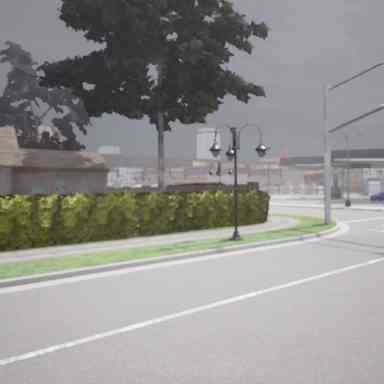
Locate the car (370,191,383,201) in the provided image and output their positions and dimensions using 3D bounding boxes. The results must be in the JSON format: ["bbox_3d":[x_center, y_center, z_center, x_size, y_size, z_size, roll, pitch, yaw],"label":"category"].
[{"bbox_3d":[28.500,0.568,48.475,2.242,1.667,4.611,-1,1,-35],"label":"car"}]
